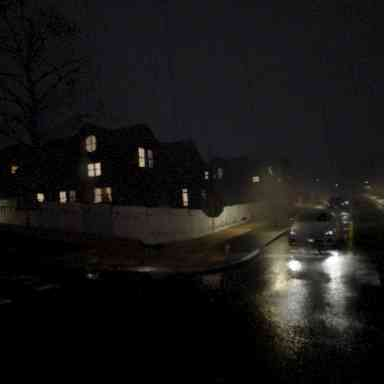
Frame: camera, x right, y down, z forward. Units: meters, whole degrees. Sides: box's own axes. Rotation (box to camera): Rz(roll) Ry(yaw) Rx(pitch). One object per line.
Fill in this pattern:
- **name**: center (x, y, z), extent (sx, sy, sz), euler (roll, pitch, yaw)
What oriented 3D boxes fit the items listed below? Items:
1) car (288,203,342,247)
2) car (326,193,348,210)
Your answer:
- **car**: center (5.517, 1.515, 14.848), extent (1.812, 1.442, 4.674), euler (-4, 0, 26)
- **car**: center (15.757, 1.227, 36.293), extent (1.812, 1.442, 4.674), euler (-4, -1, 26)
